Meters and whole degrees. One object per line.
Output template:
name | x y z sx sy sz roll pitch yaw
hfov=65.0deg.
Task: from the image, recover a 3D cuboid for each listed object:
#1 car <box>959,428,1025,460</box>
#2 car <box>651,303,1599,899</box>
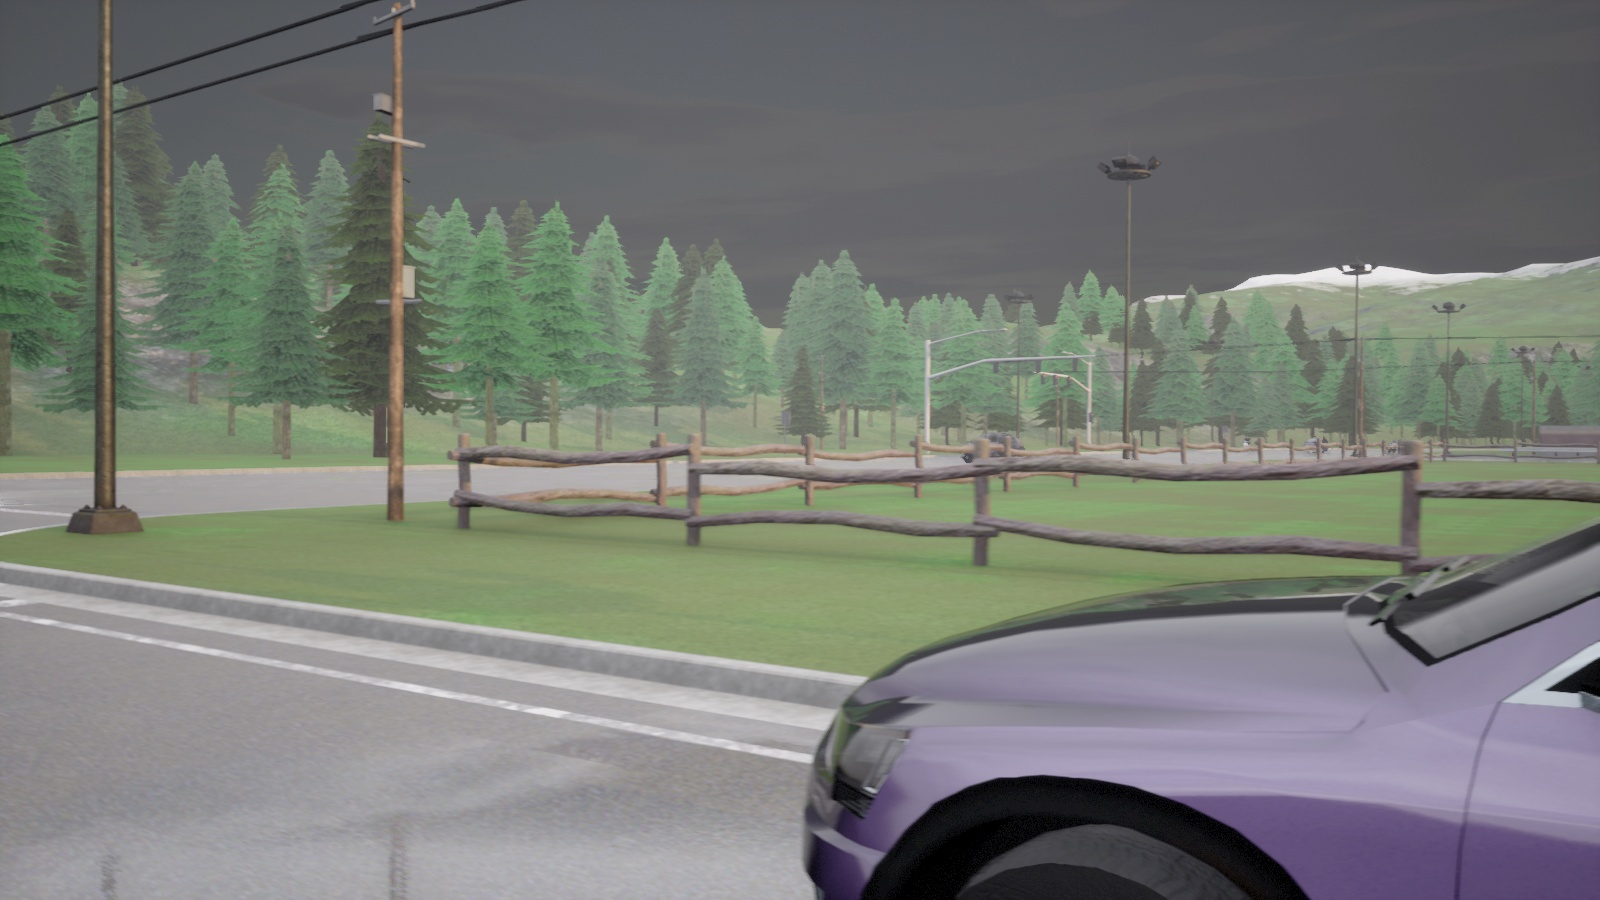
car | 10.062 -0.337 65.739 1.851 1.617 3.988 0 1 34
car | 2.285 0.611 2.104 4.856 1.649 2.033 0 1 34
